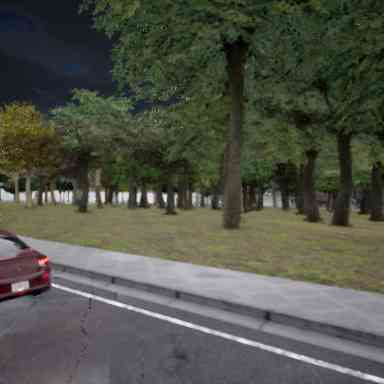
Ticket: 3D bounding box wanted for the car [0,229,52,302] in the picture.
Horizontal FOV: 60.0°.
[{"bbox_3d":[-4.896,1.507,7.209,4.674,1.442,1.812,0,0,36],"label":"car"}]
